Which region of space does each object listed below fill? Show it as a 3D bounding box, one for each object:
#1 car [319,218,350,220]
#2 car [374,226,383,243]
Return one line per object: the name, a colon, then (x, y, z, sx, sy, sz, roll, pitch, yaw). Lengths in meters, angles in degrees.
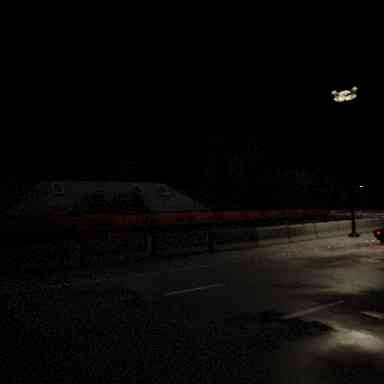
car: (16.077, 3.098, 37.383, 4.718, 1.301, 1.895, 1, -5, -42)
car: (13.576, 2.524, 21.213, 4.718, 1.301, 1.895, 1, -5, -38)
